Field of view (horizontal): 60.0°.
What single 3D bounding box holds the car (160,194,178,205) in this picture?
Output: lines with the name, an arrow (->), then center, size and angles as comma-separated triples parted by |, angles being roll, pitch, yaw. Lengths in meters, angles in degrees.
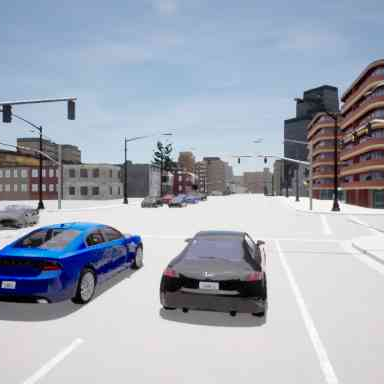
car -> -3.781, 1.226, 55.464 | 1.882, 1.535, 5.008 | 0, 1, 11

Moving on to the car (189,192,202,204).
car -> -0.072, 1.249, 56.279 | 1.812, 1.442, 4.674 | 0, 1, 11

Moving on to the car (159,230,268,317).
car -> 0.692, 1.564, 7.624 | 1.994, 1.385, 4.181 | 0, 0, 12

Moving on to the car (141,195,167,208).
car -> -5.545, 1.230, 46.498 | 2.097, 1.767, 4.553 | 0, 1, 11

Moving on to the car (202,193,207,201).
car -> 1.890, 1.052, 66.101 | 1.837, 1.490, 4.892 | 0, 1, 12

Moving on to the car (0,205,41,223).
car -> -11.410, 1.545, 21.678 | 2.033, 1.411, 5.357 | 0, 0, -9

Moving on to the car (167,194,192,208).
car -> -1.909, 1.409, 46.874 | 2.033, 1.411, 5.357 | 0, 1, 11

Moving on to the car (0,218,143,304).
car -> -2.745, 1.478, 8.271 | 1.882, 1.535, 5.008 | 0, 0, 11

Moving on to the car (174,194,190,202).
car -> -1.872, 1.125, 65.114 | 2.033, 1.411, 5.357 | 0, 1, 11
